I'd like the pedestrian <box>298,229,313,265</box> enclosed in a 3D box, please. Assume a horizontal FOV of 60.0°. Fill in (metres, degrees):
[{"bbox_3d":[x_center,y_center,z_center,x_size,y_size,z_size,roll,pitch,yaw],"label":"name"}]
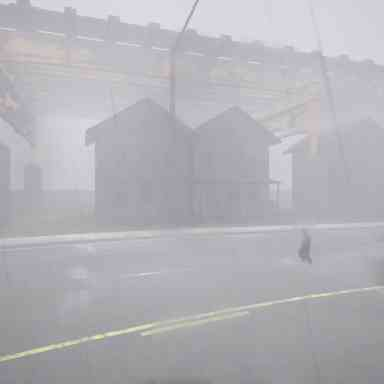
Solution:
[{"bbox_3d":[3.527,1.674,10.327,0.500,1.100,0.500,0,0,-19],"label":"pedestrian"}]
